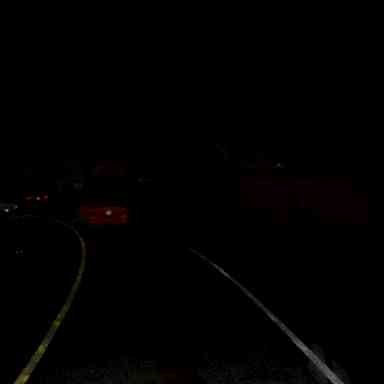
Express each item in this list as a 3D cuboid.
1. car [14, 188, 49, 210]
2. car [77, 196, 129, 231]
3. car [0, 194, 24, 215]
[{"bbox_3d":[-15.847,0.645,32.427,2.150,2.045,5.566,-1,2,-42],"label":"car"},{"bbox_3d":[-5.002,1.003,18.189,2.097,1.767,4.553,-1,1,-26],"label":"car"},{"bbox_3d":[-15.207,1.072,26.339,1.812,1.442,4.674,-2,2,-42],"label":"car"}]
